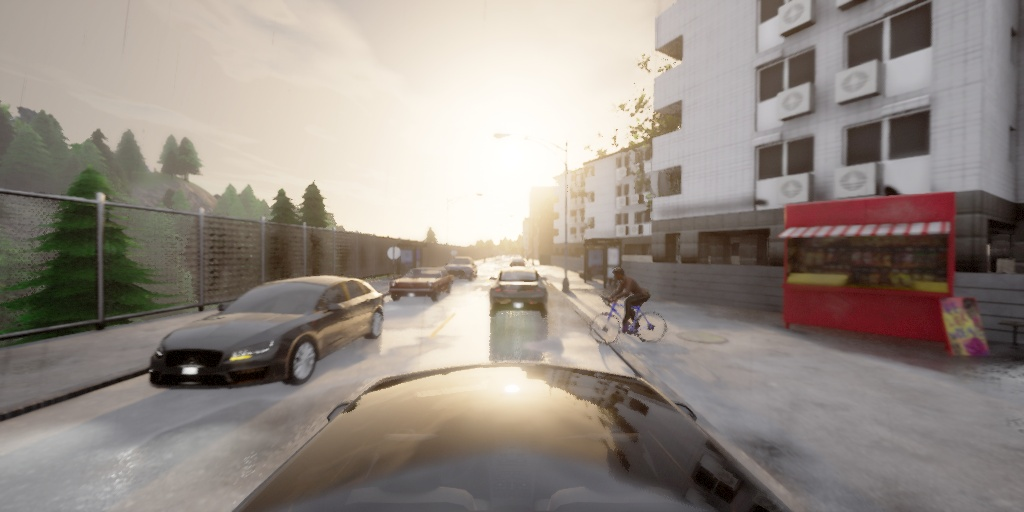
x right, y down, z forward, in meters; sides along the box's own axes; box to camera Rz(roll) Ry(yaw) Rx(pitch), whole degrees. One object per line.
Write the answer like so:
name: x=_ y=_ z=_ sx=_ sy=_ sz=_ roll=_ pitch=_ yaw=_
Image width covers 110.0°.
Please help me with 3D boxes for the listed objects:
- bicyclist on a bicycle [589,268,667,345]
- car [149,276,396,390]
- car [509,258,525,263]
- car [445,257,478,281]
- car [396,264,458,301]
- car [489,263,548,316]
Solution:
bicyclist on a bicycle: x=2.446 y=1.069 z=7.601 sx=1.656 sy=1.620 sz=0.582 roll=-2 pitch=1 yaw=1
car: x=-4.050 y=1.189 z=6.974 sx=1.837 sy=1.490 sz=4.892 roll=0 pitch=0 yaw=1
car: x=0.624 y=0.914 z=42.447 sx=1.812 sy=1.442 sz=4.674 roll=0 pitch=1 yaw=1
car: x=-3.764 y=0.861 z=26.555 sx=2.097 sy=1.767 sz=4.553 roll=0 pitch=1 yaw=1
car: x=-3.922 y=1.201 z=16.269 sx=1.895 sy=1.301 sz=4.718 roll=0 pitch=1 yaw=1
car: x=0.225 y=1.157 z=12.784 sx=1.837 sy=1.490 sz=4.892 roll=0 pitch=1 yaw=1
